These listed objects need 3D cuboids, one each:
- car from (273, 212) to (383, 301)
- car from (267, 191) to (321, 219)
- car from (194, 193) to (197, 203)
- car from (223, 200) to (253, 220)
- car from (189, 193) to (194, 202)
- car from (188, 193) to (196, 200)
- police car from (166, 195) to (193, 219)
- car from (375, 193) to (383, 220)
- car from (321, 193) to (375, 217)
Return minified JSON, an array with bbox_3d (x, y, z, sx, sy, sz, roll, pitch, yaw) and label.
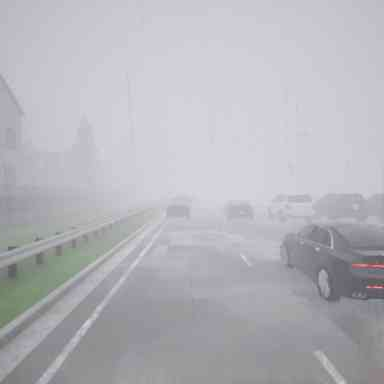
[{"bbox_3d":[3.600,1.466,8.179,1.837,1.490,4.892,0,0,0],"label":"car"},{"bbox_3d":[7.094,1.109,24.231,2.150,2.045,5.566,0,0,0],"label":"car"},{"bbox_3d":[-0.012,1.211,60.801,2.128,1.511,4.902,0,0,0],"label":"car"},{"bbox_3d":[3.595,1.355,26.453,1.882,1.535,5.008,0,0,0],"label":"car"},{"bbox_3d":[-1.060,1.152,43.149,2.097,1.767,4.553,0,0,0],"label":"car"},{"bbox_3d":[-0.015,1.012,76.547,1.882,1.535,5.008,0,0,0],"label":"car"},{"bbox_3d":[-1.056,1.299,27.289,1.930,1.638,5.238,0,0,0],"label":"police car"},{"bbox_3d":[14.095,1.108,24.232,2.150,2.045,5.566,0,0,0],"label":"car"},{"bbox_3d":[10.594,1.108,24.237,2.150,2.045,5.566,0,0,0],"label":"car"}]
